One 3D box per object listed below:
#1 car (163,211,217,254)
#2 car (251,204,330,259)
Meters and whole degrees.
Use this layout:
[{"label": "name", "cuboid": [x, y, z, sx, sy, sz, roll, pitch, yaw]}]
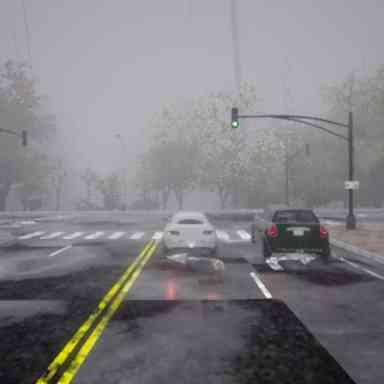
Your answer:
[{"label": "car", "cuboid": [-0.143, 1.456, 12.985, 1.812, 1.442, 4.674, 0, 0, -3]}, {"label": "car", "cuboid": [3.478, 1.285, 12.517, 2.097, 1.767, 4.553, 0, 0, 4]}]
